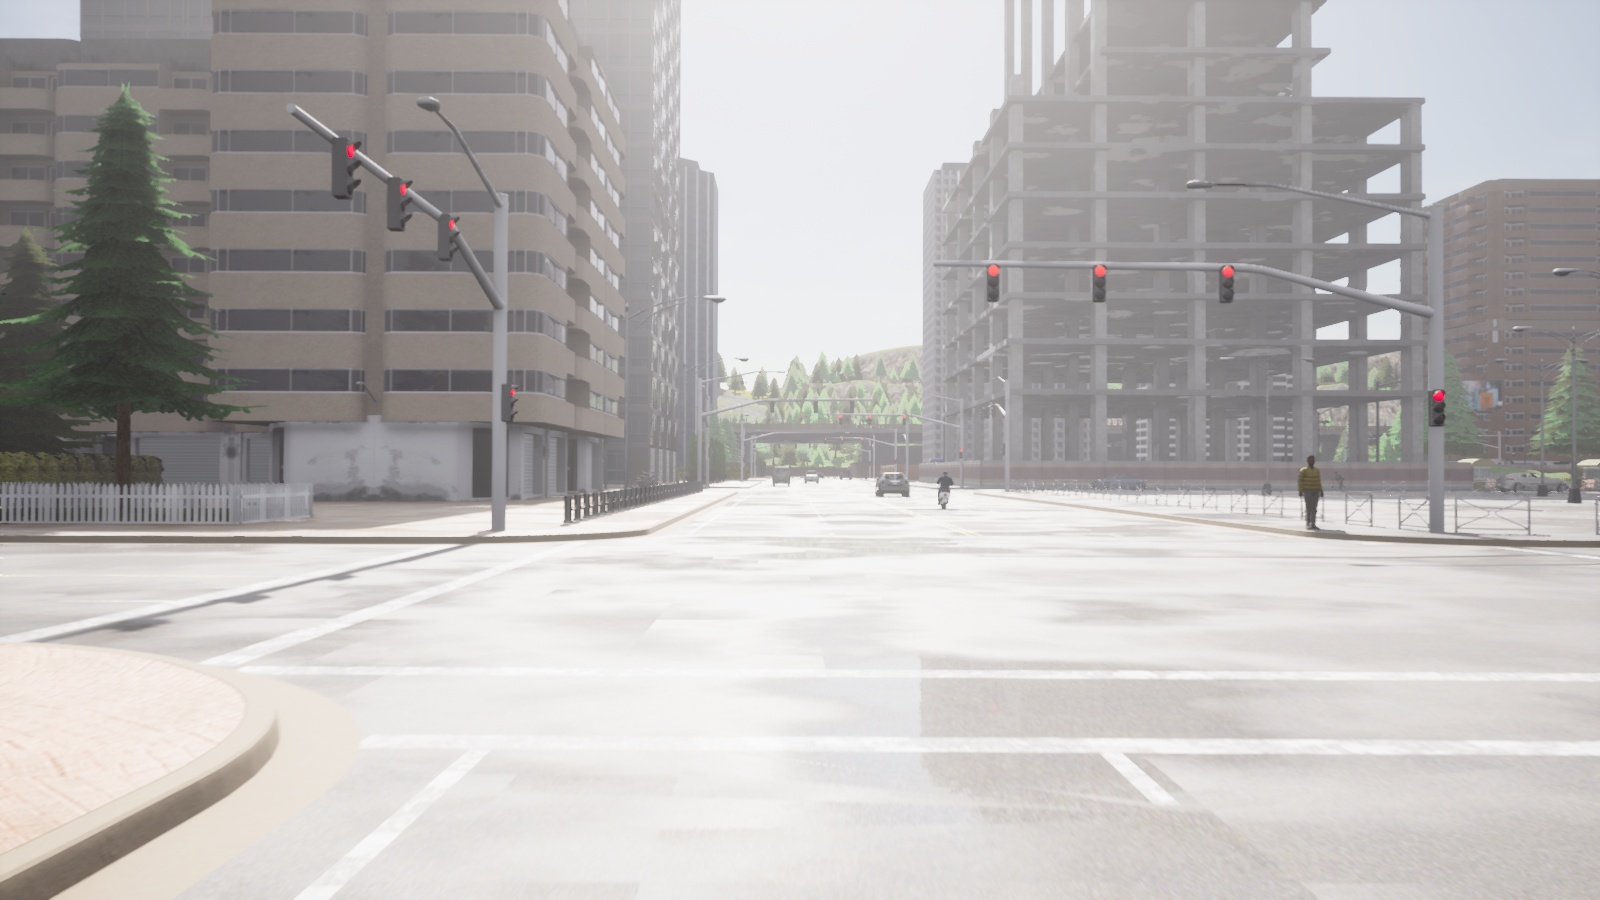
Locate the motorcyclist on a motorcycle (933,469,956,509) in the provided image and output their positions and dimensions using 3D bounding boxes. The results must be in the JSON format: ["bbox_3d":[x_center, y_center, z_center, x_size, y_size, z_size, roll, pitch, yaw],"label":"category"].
[{"bbox_3d":[5.948,1.597,51.814,0.866,1.590,1.817,2,-1,6],"label":"motorcyclist on a motorcycle"}]

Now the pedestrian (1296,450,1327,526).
[{"bbox_3d":[12.616,0.933,30.992,0.431,1.840,0.709,0,-1,-3],"label":"pedestrian"}]

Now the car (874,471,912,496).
[{"bbox_3d":[5.634,2.020,76.645,1.970,1.475,3.806,0,-1,0],"label":"car"}]
